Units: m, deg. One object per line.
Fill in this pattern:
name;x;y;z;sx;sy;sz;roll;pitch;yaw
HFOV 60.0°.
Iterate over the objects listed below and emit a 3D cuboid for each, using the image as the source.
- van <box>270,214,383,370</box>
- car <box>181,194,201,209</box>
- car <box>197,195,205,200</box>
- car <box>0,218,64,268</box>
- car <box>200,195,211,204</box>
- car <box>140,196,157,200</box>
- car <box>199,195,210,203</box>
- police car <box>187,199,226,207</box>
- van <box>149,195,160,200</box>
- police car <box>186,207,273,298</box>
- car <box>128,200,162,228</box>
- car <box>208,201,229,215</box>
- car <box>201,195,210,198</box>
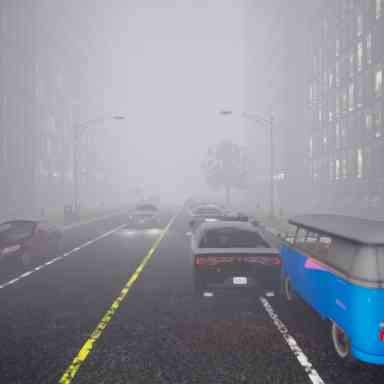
van;2.677;1.341;5.581;1.690;1.788;3.998;0;0;0
car;-0.104;1.469;45.178;1.882;1.535;5.008;0;0;1
car;2.469;1.458;90.968;1.887;1.381;4.507;0;0;0
car;-5.718;1.581;11.255;1.802;1.307;4.206;0;0;0
car;2.538;1.407;62.505;1.967;1.590;4.097;0;0;0
car;-5.787;1.546;39.718;2.008;1.369;4.403;0;0;0
car;2.524;1.398;68.197;1.967;1.590;4.097;0;0;0
police car;0.855;1.424;18.706;1.930;1.638;5.238;0;0;0
van;-5.814;1.326;51.104;1.690;1.788;3.998;0;0;0
police car;0.879;1.425;8.706;1.930;1.638;5.238;0;0;0
car;-3.055;1.524;22.432;1.812;1.442;4.674;0;0;0
car;2.607;1.579;34.043;1.802;1.307;4.206;0;0;0
car;2.580;1.542;45.428;2.008;1.369;4.403;0;0;0
